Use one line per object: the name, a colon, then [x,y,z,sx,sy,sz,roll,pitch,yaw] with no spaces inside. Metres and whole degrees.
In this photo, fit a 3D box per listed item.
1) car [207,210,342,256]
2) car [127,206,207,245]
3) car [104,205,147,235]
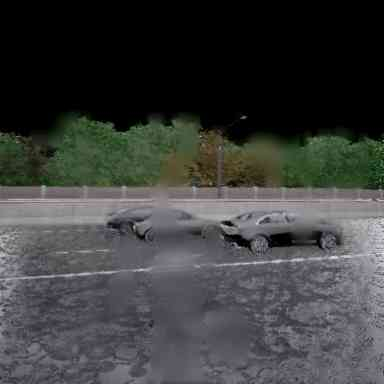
car: [3.361,1.454,12.654,4.902,1.511,2.128,0,0,-18]
car: [-0.585,1.502,15.051,4.181,1.385,1.994,0,0,-18]
car: [-2.379,1.463,18.146,4.674,1.442,1.812,0,0,-18]
